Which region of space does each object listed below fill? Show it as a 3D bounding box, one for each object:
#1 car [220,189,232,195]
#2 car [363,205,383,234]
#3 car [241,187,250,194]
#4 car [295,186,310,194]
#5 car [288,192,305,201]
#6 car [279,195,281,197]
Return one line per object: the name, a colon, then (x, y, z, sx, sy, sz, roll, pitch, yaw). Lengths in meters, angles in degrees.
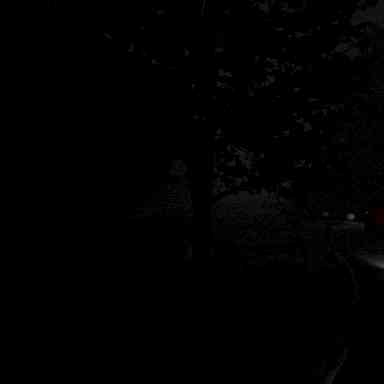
car: (6.661, 0.141, 64.985, 1.946, 1.575, 5.366, 0, 3, 34)
car: (10.773, 1.215, 16.227, 2.150, 2.045, 5.566, 0, 0, -4)
car: (12.725, -0.526, 74.196, 1.946, 1.575, 5.366, 0, 3, 33)
car: (22.538, -0.450, 67.851, 1.812, 1.442, 4.674, 0, 3, 34)
car: (15.926, 0.625, 51.359, 2.033, 1.411, 5.357, 0, 3, 30)
car: (16.197, 0.242, 57.875, 1.837, 1.490, 4.892, 0, 3, 32)
